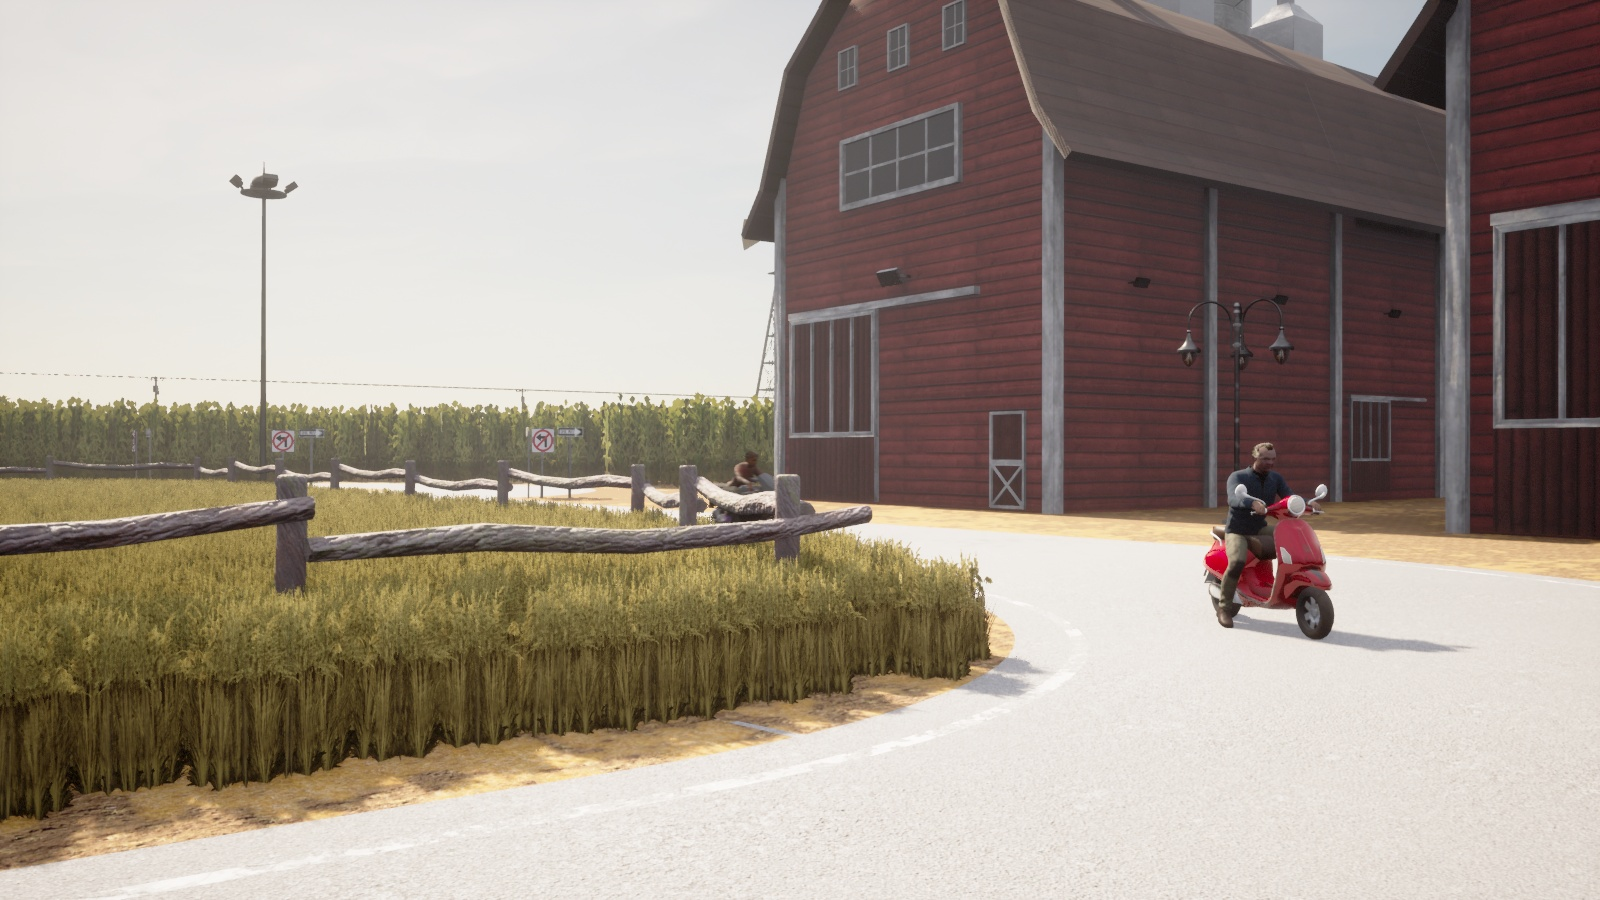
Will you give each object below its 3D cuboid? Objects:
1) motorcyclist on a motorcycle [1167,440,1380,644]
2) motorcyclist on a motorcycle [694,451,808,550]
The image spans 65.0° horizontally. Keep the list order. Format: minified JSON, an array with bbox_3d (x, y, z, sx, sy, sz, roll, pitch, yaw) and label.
[{"bbox_3d":[3.991,0.716,10.767,0.866,1.590,1.817,0,0,-12],"label":"motorcyclist on a motorcycle"},{"bbox_3d":[-0.827,0.779,20.381,0.797,1.523,2.044,0,0,-38],"label":"motorcyclist on a motorcycle"}]
